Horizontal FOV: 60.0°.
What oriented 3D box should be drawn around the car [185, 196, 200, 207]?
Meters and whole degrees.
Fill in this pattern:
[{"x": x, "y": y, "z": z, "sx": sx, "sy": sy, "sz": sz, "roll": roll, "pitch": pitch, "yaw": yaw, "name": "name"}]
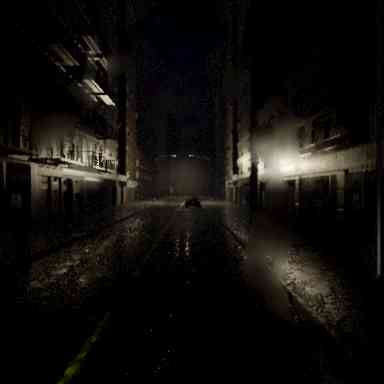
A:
[{"x": 0.104, "y": 1.250, "z": 45.177, "sx": 1.994, "sy": 1.385, "sz": 4.181, "roll": 0, "pitch": 0, "yaw": 0, "name": "car"}]
